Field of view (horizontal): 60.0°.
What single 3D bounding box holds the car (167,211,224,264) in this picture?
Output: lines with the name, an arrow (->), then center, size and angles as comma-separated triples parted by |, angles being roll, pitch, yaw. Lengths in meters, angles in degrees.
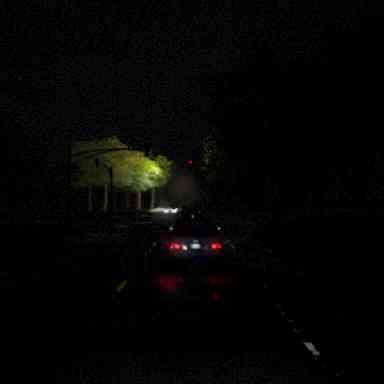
car -> 0.114, 1.663, 12.266 | 2.033, 1.411, 5.357 | 0, -1, 0

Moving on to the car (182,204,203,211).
car -> 0.002, 1.819, 31.307 | 1.895, 1.301, 4.718 | -2, 0, -1

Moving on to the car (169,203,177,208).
car -> -4.468, 3.211, 78.763 | 1.895, 1.301, 4.718 | 0, -2, -1

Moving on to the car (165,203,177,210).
car -> -4.187, 2.769, 63.777 | 1.895, 1.301, 4.718 | 0, -2, -1
